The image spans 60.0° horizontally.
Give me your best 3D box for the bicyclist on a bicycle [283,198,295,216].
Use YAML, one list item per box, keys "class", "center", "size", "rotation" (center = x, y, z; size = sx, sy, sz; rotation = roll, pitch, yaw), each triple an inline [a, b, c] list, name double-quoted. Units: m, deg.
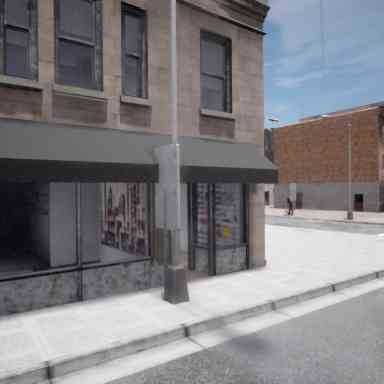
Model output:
- class: "bicyclist on a bicycle"
  center: [8.946, 1.375, 30.642]
  size: [1.656, 1.620, 0.582]
  rotation: [-1, 1, -35]
